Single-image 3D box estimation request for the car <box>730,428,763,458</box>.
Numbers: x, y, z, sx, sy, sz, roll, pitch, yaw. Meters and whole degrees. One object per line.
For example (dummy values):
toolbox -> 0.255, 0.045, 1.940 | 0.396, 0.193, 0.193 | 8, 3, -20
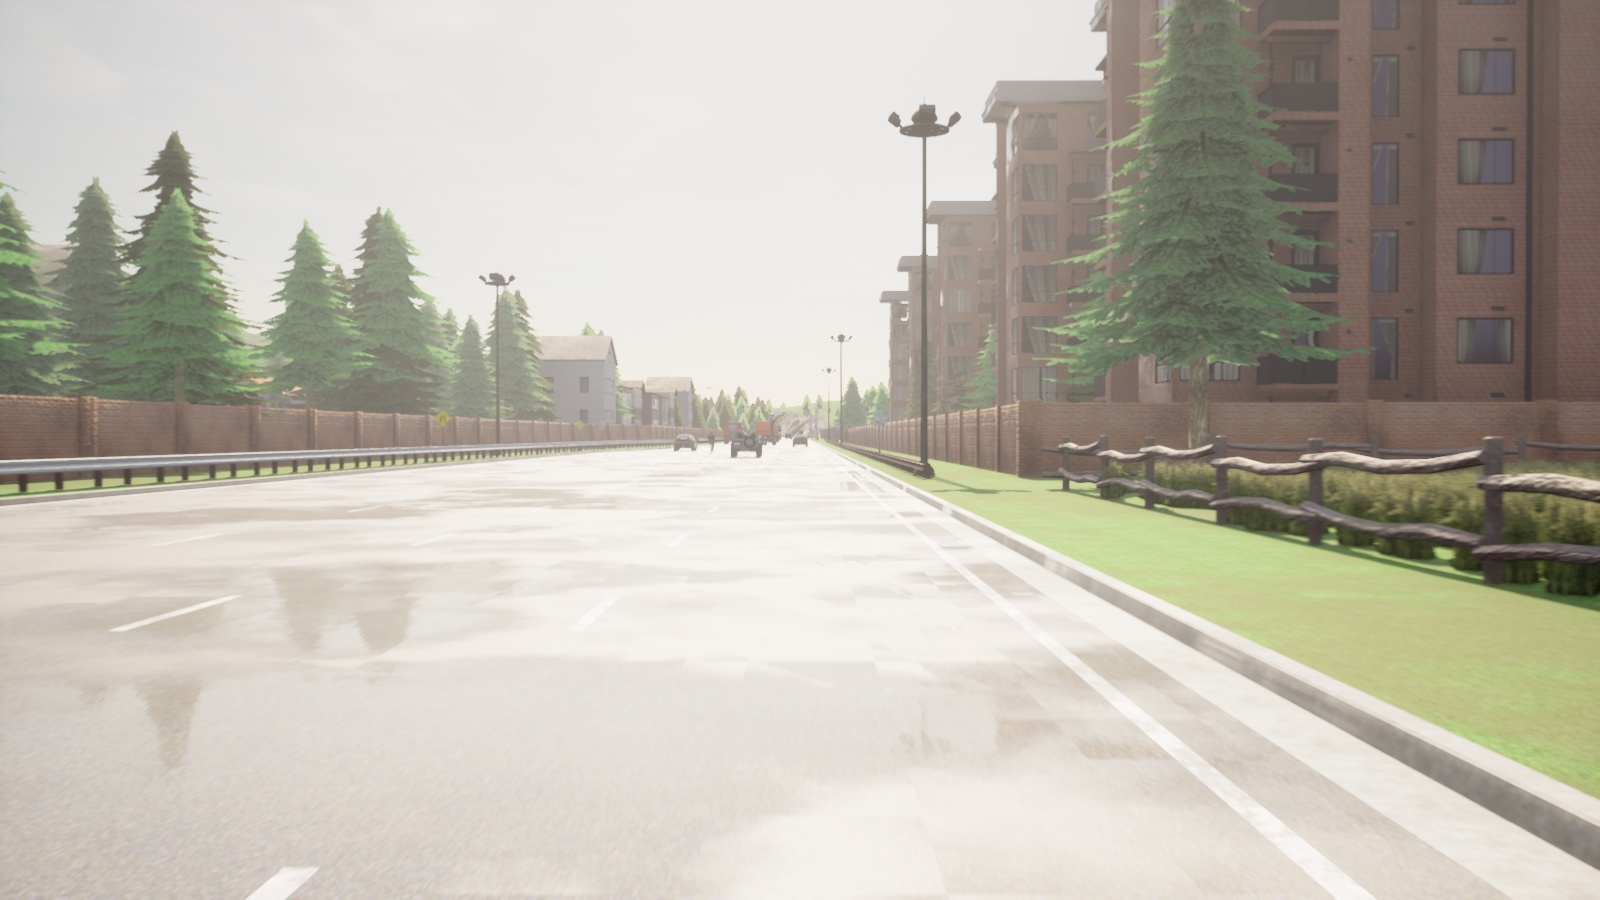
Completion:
car -> -3.475, -0.468, 81.992 | 1.932, 1.855, 4.605 | 0, 1, 0
